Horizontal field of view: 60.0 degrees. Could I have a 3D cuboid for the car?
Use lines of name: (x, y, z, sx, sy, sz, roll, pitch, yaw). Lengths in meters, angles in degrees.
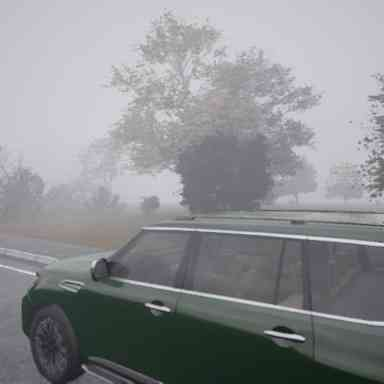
car: (0.388, 1.220, 3.712, 5.566, 2.045, 2.150, 0, 0, 36)
